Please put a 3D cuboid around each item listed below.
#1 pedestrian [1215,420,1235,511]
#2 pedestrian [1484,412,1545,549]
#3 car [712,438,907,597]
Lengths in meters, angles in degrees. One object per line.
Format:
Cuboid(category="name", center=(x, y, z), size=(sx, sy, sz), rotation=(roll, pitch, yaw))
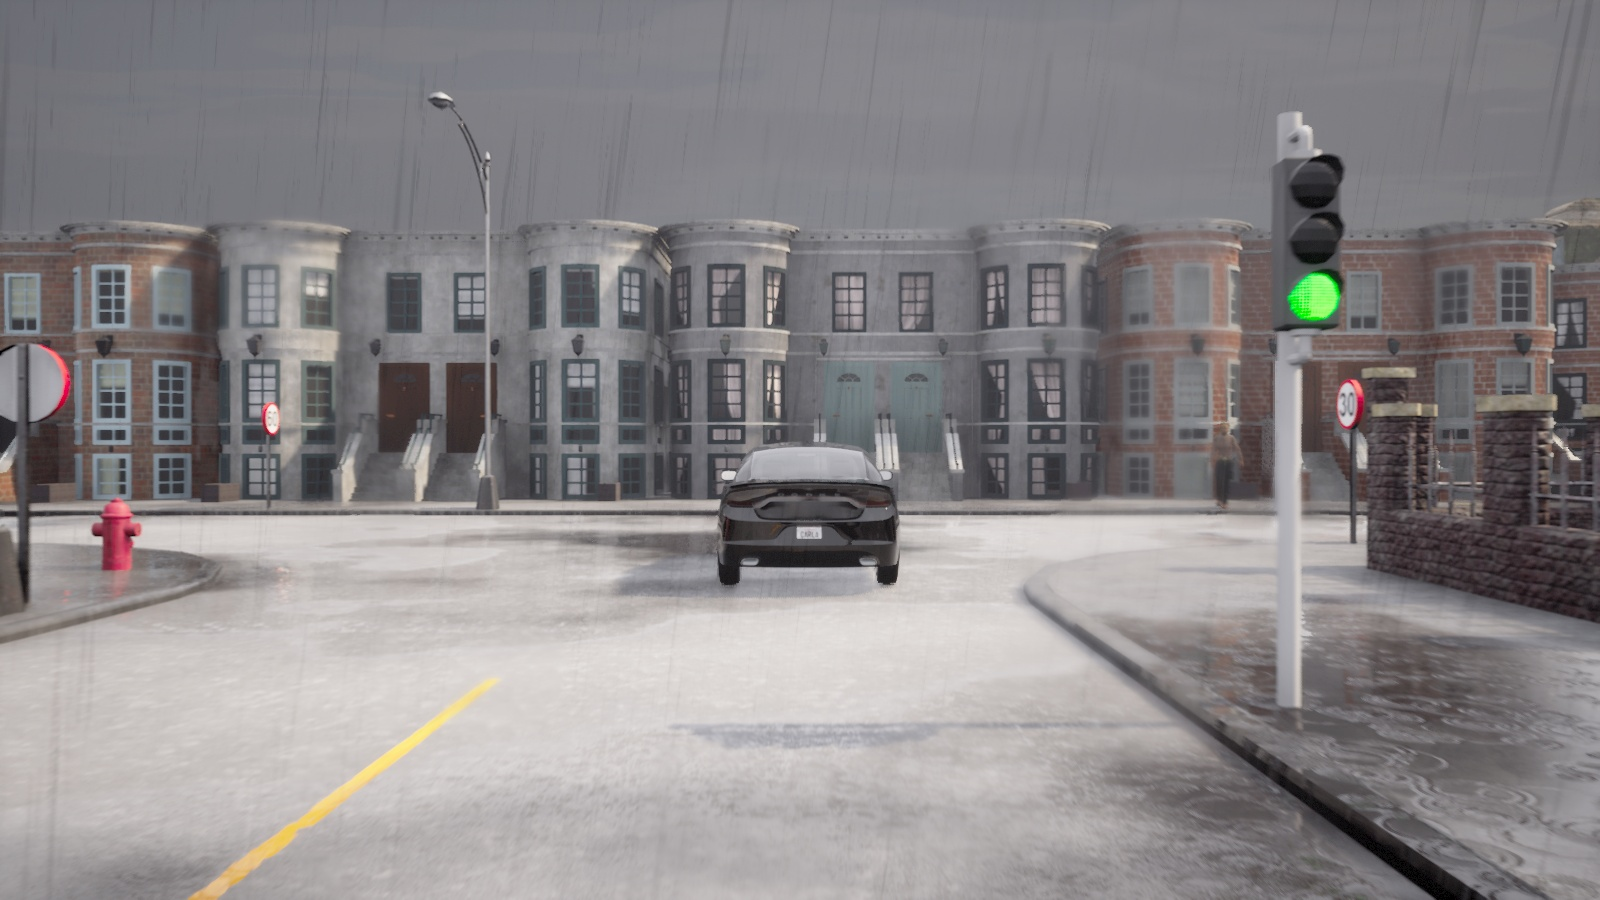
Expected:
Cuboid(category="pedestrian", center=(8.718, 0.315, 25.752), size=(0.331, 1.846, 0.634), rotation=(0, 0, 23))
Cuboid(category="pedestrian", center=(9.704, 0.404, 17.068), size=(0.706, 1.836, 0.354), rotation=(0, 0, 29))
Cuboid(category="car", center=(0.075, 0.640, 14.687), size=(1.882, 1.535, 5.008), rotation=(0, 0, 0))
